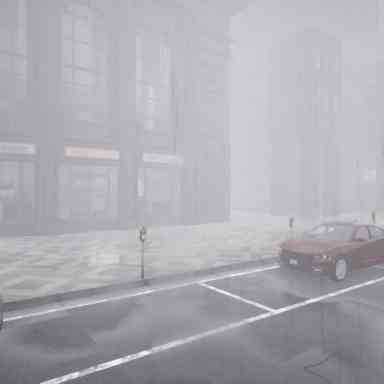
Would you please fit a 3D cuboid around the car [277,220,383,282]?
[{"bbox_3d":[4.419,1.545,9.798,4.507,1.381,1.887,0,0,-36],"label":"car"}]

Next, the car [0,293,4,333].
[{"bbox_3d":[-4.701,1.315,3.290,5.009,1.841,2.192,0,0,-36],"label":"car"}]
